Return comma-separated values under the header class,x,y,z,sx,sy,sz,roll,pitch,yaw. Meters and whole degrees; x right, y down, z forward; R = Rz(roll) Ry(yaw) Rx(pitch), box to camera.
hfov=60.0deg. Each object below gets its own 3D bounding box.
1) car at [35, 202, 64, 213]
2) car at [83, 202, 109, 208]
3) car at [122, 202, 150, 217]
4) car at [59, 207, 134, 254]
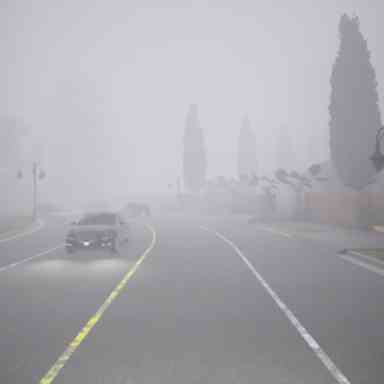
class,x,y,z,sx,sy,sz,roll,pitch,yaw
car,-18.176,1.964,42.245,4.181,1.385,1.994,-1,-1,37
car,-12.125,1.933,41.928,4.181,1.385,1.994,-1,-1,44
car,-5.769,1.747,33.621,1.837,1.490,4.892,0,-1,-29
car,-3.815,1.581,14.045,1.837,1.490,4.892,0,-1,-3
